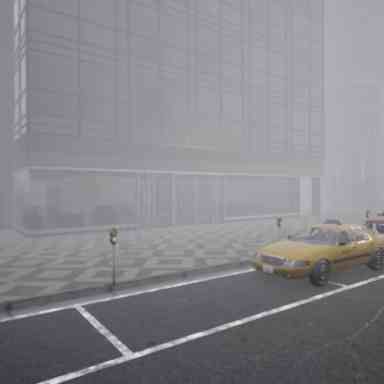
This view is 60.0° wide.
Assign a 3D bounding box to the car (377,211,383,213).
[{"bbox_3d":[8.474,1.225,12.555,5.009,1.841,2.192,0,0,-35],"label":"car"}]

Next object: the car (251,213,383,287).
[{"bbox_3d":[3.744,1.469,9.189,4.829,1.417,1.752,0,0,-35],"label":"car"}]
